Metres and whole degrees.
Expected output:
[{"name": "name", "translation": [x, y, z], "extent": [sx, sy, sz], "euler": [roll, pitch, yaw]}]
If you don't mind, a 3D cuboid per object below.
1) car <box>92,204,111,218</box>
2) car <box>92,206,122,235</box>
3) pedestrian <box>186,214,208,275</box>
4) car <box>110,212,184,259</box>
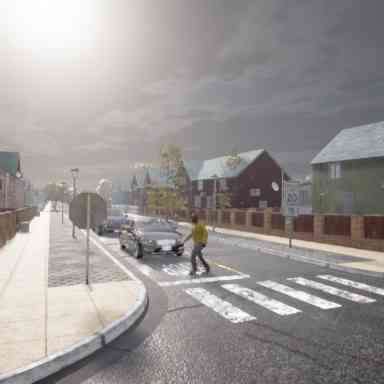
[{"name": "car", "translation": [-13.137, 2.714, 48.171], "extent": [2.097, 1.767, 4.553], "euler": [1, -2, -23]}, {"name": "car", "translation": [-5.615, 1.940, 23.028], "extent": [2.097, 1.767, 4.553], "euler": [1, -2, -23]}, {"name": "pedestrian", "translation": [0.144, 1.487, 9.618], "extent": [0.375, 1.860, 0.375], "euler": [0, 0, -23]}, {"name": "car", "translation": [-1.868, 1.819, 14.227], "extent": [2.128, 1.511, 4.902], "euler": [1, -2, -23]}]
